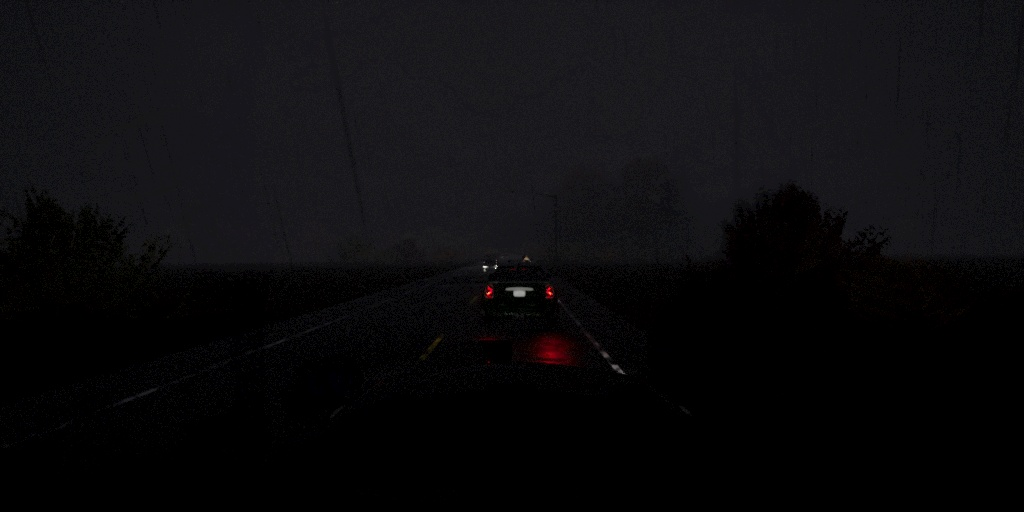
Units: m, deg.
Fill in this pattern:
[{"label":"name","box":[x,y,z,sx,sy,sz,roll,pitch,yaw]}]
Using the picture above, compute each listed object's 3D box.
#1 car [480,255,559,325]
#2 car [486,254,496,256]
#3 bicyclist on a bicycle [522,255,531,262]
[{"label":"car","box":[0.221,0.972,11.423,2.097,1.767,4.553,0,1,1]},{"label":"car","box":[-2.964,0.447,50.862,2.097,1.767,4.553,0,1,1]},{"label":"bicyclist on a bicycle","box":[1.402,0.744,34.945,0.866,1.612,1.509,0,1,0]}]
